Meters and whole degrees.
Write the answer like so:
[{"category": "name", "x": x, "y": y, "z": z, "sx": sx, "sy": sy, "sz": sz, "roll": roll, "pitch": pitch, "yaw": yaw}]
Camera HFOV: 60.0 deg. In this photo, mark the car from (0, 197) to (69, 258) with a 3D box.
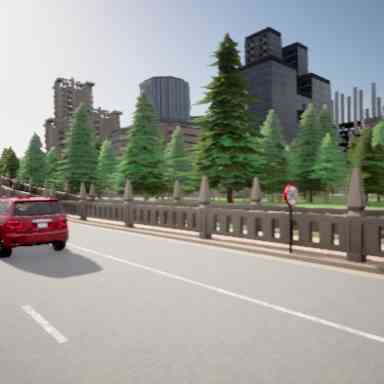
[{"category": "car", "x": -6.791, "y": 1.220, "z": 13.218, "sx": 2.150, "sy": 2.045, "sz": 5.566, "roll": -1, "pitch": 1, "yaw": -41}]
